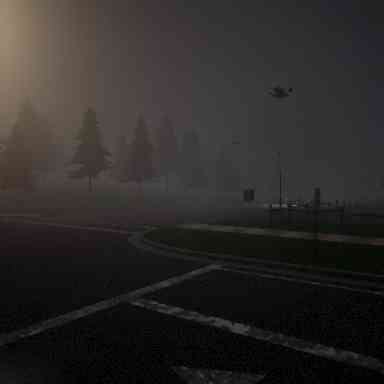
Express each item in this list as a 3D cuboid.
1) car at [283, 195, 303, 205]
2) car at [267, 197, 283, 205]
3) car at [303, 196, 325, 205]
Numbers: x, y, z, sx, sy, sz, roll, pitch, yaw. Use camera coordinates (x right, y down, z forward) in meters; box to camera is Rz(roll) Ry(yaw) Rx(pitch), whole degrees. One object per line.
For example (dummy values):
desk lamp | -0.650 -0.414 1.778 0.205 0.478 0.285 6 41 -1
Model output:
car | 18.372 1.402 58.924 2.097 1.767 4.553 0 0 35
car | 15.491 1.601 60.912 2.033 1.411 5.357 0 0 35
car | 21.236 1.402 56.912 2.097 1.767 4.553 0 0 35
